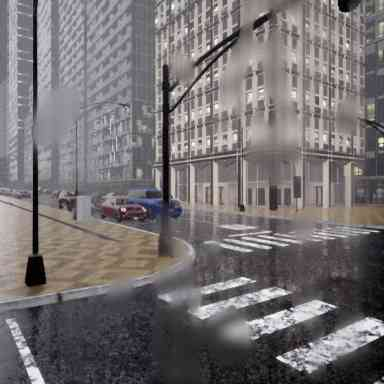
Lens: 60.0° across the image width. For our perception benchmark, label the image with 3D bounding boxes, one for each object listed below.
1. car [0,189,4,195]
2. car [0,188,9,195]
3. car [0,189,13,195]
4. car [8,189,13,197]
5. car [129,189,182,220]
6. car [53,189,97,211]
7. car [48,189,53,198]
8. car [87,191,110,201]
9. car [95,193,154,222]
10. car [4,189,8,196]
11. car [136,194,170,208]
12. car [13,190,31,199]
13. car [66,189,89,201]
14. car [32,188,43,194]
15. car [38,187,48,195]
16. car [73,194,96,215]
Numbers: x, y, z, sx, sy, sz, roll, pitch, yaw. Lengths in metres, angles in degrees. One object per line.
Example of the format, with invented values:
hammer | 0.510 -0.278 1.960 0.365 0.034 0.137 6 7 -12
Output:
car | -37.040 0.107 67.566 2.008 1.369 4.403 1 0 -36
car | -43.526 -0.112 76.633 1.887 1.381 4.507 1 0 -36
car | -40.283 0.016 72.100 1.947 1.339 4.313 1 0 -36
car | -30.554 0.321 58.498 2.008 1.369 4.403 1 0 -36
car | -2.942 0.833 24.339 2.150 2.045 5.566 0 1 -36
car | -11.090 0.729 31.295 2.192 1.841 5.009 1 0 -36
car | -23.132 0.329 58.050 1.882 1.535 5.008 0 1 -36
car | -14.050 0.644 49.829 1.947 1.339 4.313 1 0 -36
car | -4.608 1.069 22.228 1.967 1.590 4.097 1 0 -36
car | -33.797 0.208 63.032 1.887 1.381 4.507 1 0 -36
car | -4.318 0.982 36.221 1.802 1.307 4.206 1 0 -36
car | -27.311 0.422 53.965 1.887 1.381 4.507 1 0 -36
car | -17.187 0.400 49.737 2.097 1.767 4.553 0 1 -36
car | -40.002 -0.213 86.112 1.947 1.339 4.313 1 0 -36
car | -33.514 -0.020 77.041 1.887 1.381 4.507 1 0 -36
car | -7.855 1.103 26.762 1.802 1.307 4.206 1 0 -36
